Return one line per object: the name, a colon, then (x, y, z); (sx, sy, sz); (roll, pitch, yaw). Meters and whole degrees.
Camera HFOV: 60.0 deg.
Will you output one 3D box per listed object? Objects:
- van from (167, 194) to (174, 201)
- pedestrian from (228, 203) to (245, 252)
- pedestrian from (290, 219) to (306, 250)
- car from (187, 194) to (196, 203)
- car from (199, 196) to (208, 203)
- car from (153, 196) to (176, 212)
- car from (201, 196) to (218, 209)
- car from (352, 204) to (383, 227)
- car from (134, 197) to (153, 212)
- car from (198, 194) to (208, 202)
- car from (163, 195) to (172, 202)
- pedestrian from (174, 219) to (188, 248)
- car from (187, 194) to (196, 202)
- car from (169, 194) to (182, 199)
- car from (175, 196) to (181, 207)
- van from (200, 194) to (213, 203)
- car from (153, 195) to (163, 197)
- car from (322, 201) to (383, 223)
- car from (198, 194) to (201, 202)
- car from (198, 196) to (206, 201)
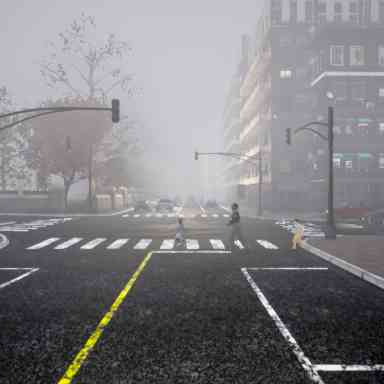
van: (-5.860, 1.453, 90.393); (1.690, 1.788, 3.998); (0, 0, 0)
pedestrian: (1.616, 1.296, 12.206); (0.375, 1.860, 0.375); (0, 0, 0)
pedestrian: (4.107, 1.576, 12.810); (0.375, 1.300, 0.375); (0, 0, 0)
car: (-0.130, 1.612, 68.448); (2.033, 1.411, 5.357); (0, 0, 0)
car: (2.553, 1.619, 73.518); (1.887, 1.381, 4.507); (0, 0, 0)
car: (-3.167, 1.548, 39.128); (1.812, 1.442, 4.674); (0, 0, 0)
car: (2.608, 1.574, 45.367); (1.887, 1.381, 4.507); (0, 0, 0)
car: (14.763, 1.872, 24.840); (4.181, 1.385, 1.994); (1, 0, -1)
car: (-5.762, 1.589, 39.721); (1.947, 1.339, 4.313); (0, 0, 0)
car: (2.543, 1.401, 79.148); (2.192, 1.841, 5.009); (0, 0, 0)
car: (-5.837, 1.526, 79.132); (1.967, 1.590, 4.097); (0, 0, 0)
pedestrian: (-0.425, 1.297, 13.403); (0.375, 1.860, 0.375); (0, 0, 0)
car: (-0.148, 1.318, 78.837); (2.097, 1.767, 4.553); (0, 0, 0)
car: (-3.150, 1.565, 67.293); (1.837, 1.490, 4.892); (0, 1, 0)
car: (-3.187, 1.640, 52.548); (1.895, 1.301, 4.718); (0, 0, 0)
van: (2.597, 1.377, 50.998); (1.690, 1.788, 3.998); (0, 0, 0)
car: (-5.783, 1.561, 50.812); (1.752, 1.417, 4.829); (0, 0, 0)
car: (13.415, 1.609, 27.435); (5.009, 1.841, 2.192); (1, -1, -1)
car: (2.575, 1.494, 62.258); (1.967, 1.590, 4.097); (0, 0, 0)
car: (2.531, 1.649, 84.779); (2.008, 1.369, 4.403); (0, 0, 0)
